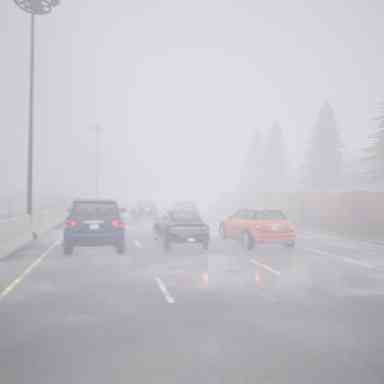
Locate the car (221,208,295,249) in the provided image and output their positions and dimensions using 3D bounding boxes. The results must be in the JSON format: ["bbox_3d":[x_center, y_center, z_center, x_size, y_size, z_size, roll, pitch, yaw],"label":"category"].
[{"bbox_3d":[2.846,1.497,15.517,2.097,1.767,4.553,1,-1,-14],"label":"car"}]

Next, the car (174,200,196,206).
[{"bbox_3d":[-0.790,1.544,30.065,2.097,1.767,4.553,1,-1,-14],"label":"car"}]

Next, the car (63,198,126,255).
[{"bbox_3d":[-3.927,1.255,13.750,2.150,2.045,5.566,1,0,-14],"label":"car"}]

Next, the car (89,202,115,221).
[{"bbox_3d":[-7.622,1.650,28.545,1.994,1.385,4.181,1,0,-13],"label":"car"}]

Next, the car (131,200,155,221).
[{"bbox_3d":[-4.185,1.490,29.215,2.097,1.767,4.553,1,-1,-14],"label":"car"}]

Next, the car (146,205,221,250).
[{"bbox_3d":[-0.602,1.586,14.878,2.128,1.511,4.902,1,0,-14],"label":"car"}]
